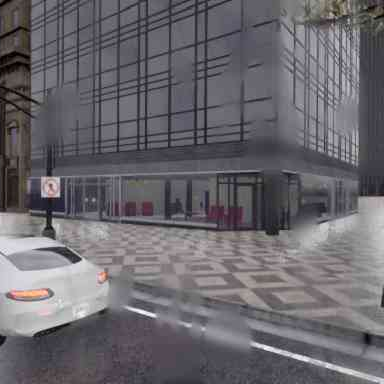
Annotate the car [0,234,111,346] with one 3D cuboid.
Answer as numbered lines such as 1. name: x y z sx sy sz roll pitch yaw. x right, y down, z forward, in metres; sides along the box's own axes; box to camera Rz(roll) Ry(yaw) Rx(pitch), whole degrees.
1. car: -3.487 1.524 6.168 4.674 1.442 1.812 0 0 35
